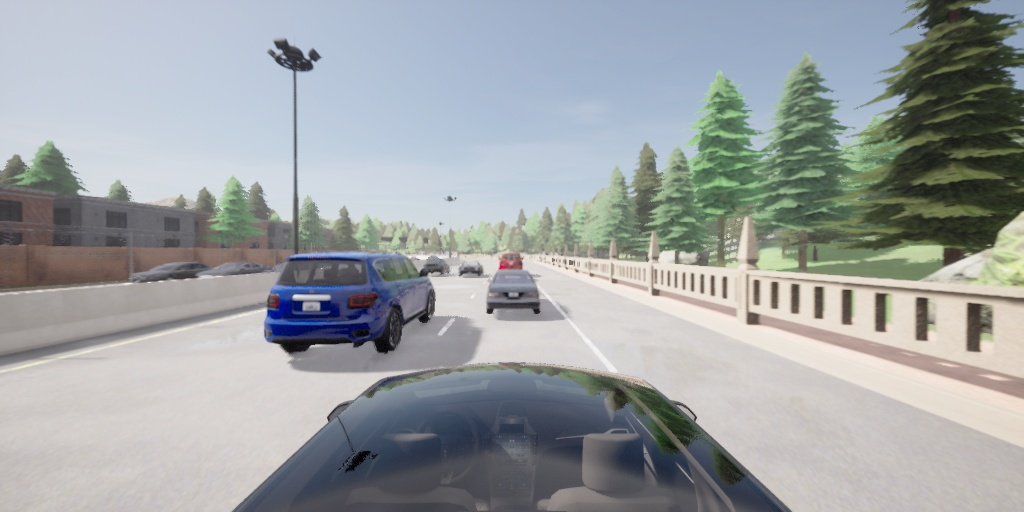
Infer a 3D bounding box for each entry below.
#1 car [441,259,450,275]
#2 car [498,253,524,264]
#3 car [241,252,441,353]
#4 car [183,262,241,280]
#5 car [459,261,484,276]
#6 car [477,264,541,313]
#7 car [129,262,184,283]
[{"bbox_3d":[-7.093,1.018,34.033,1.837,1.490,4.892,0,0,0],"label":"car"},{"bbox_3d":[-0.087,0.723,33.121,2.150,2.045,5.566,0,0,0],"label":"car"},{"bbox_3d":[-3.453,0.926,8.841,2.150,2.045,5.566,0,1,0],"label":"car"},{"bbox_3d":[-17.723,1.122,23.086,2.128,1.511,4.902,0,0,0],"label":"car"},{"bbox_3d":[-3.582,1.117,32.395,1.895,1.301,4.718,0,0,0],"label":"car"},{"bbox_3d":[0.036,1.204,13.446,2.033,1.411,5.357,0,0,0],"label":"car"},{"bbox_3d":[-21.221,1.147,22.766,1.837,1.490,4.892,0,0,0],"label":"car"}]
